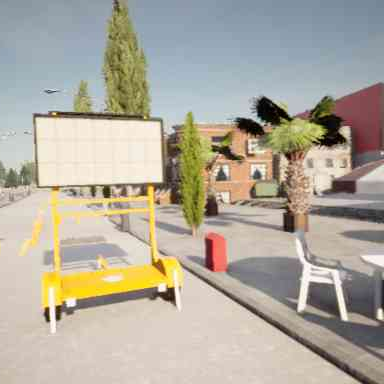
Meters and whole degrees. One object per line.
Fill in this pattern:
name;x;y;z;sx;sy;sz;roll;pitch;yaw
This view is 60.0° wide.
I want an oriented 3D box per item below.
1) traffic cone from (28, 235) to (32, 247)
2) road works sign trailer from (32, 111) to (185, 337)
traffic cone;-5.936;1.709;12.445;0.340;0.580;0.340;-3;2;-22
road works sign trailer;-1.734;0.277;6.580;2.380;3.560;2.880;-3;2;-22
